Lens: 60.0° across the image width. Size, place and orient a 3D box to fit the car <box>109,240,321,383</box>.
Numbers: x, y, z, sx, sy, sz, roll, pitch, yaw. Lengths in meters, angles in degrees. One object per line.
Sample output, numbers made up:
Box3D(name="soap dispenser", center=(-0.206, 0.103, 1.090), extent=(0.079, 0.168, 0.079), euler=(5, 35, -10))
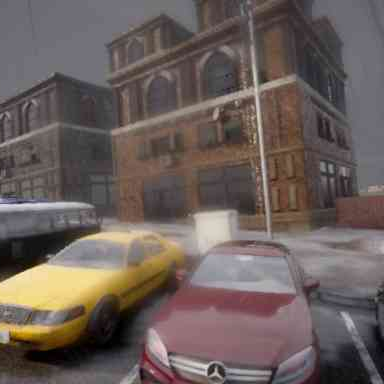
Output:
Box3D(name="car", center=(0.852, 1.535, 5.123), extent=(2.002, 1.452, 4.674), euler=(0, -1, 16))

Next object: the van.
Box3D(name="van", center=(-4.052, 1.284, 8.811), extent=(1.878, 1.987, 4.442), euler=(0, -1, 16))

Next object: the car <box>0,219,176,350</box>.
Box3D(name="car", center=(-1.666, 1.496, 6.730), extent=(1.946, 1.575, 5.366), euler=(0, -1, 16))

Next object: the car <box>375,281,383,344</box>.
Box3D(name="car", center=(3.310, 1.489, 3.331), extent=(2.231, 1.521, 4.892), euler=(0, -1, 16))
